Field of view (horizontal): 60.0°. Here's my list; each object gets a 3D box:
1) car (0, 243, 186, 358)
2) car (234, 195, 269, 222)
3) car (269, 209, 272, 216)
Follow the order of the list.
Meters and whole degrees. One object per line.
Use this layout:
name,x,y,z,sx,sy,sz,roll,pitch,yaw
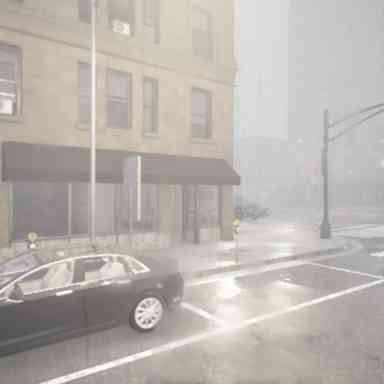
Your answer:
car,-2.165,1.557,5.222,4.403,1.369,2.008,0,0,-35
car,3.289,1.290,27.639,2.150,2.045,5.566,0,0,-36
car,5.110,1.584,30.672,1.837,1.490,4.892,0,0,-36
